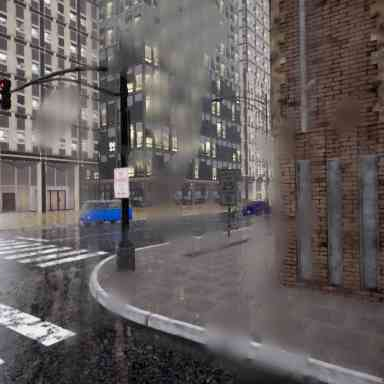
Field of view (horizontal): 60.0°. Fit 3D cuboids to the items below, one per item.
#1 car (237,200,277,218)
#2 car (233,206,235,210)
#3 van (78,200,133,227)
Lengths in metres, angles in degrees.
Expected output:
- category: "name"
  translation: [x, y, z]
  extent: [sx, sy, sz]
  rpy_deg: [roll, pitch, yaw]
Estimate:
- category: "car"
  translation: [6.255, 1.557, 30.677]
  extent: [1.812, 1.442, 4.674]
  rpy_deg: [-1, -1, 36]
- category: "car"
  translation: [6.812, 1.689, 41.400]
  extent: [1.752, 1.417, 4.829]
  rpy_deg: [-2, -1, 36]
- category: "van"
  translation: [-6.020, 1.460, 23.488]
  extent: [1.690, 1.788, 3.998]
  rpy_deg: [-2, -1, 36]
